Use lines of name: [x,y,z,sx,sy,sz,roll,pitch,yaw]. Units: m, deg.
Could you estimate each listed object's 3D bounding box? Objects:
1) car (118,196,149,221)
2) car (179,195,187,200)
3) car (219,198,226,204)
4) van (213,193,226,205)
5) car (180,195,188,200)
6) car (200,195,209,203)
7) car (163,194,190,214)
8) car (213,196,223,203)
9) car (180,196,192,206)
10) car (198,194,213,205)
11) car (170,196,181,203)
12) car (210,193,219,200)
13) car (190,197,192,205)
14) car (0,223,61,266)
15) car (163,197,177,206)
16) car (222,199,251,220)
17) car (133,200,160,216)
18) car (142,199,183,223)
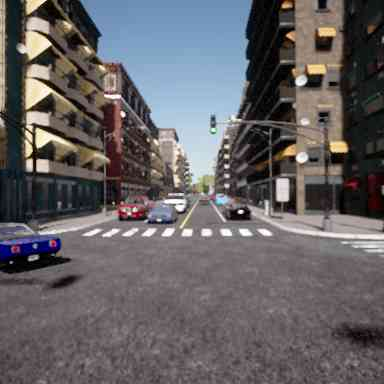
car: [-4.621,1.305,27.448,2.192,1.841,5.009,1,0,2]
car: [-2.422,1.453,88.691,1.887,1.381,4.507,1,0,2]
car: [3.950,1.521,32.675,1.802,1.307,4.206,1,0,2]
van: [4.752,1.249,54.946,1.690,1.788,3.998,1,0,2]
car: [-2.222,1.483,94.258,1.802,1.307,4.206,1,0,2]
car: [2.466,1.432,66.604,1.812,1.442,4.674,0,0,2]
car: [-1.741,1.187,35.281,2.150,2.045,5.566,0,0,2]
car: [5.151,1.438,66.080,1.887,1.381,4.507,0,0,2]
car: [-0.930,1.442,55.617,1.837,1.490,4.892,0,0,2]
car: [2.093,1.412,56.229,2.128,1.511,4.902,0,0,2]
car: [-3.223,1.503,66.421,1.947,1.339,4.313,1,0,2]
car: [5.953,1.179,88.349,2.192,1.841,5.009,0,0,2]
car: [-1.312,1.515,45.215,1.994,1.385,4.181,0,0,2]
car: [-6.587,1.674,10.830,4.718,1.301,1.895,-1,-1,29]
car: [-3.622,1.518,55.286,1.947,1.339,4.313,1,0,2]
car: [3.750,1.512,27.108,1.947,1.339,4.313,1,0,2]
car: [-4.423,1.527,33.016,1.887,1.381,4.507,1,0,2]
car: [-2.122,1.527,25.288,2.033,1.411,5.357,0,0,2]
